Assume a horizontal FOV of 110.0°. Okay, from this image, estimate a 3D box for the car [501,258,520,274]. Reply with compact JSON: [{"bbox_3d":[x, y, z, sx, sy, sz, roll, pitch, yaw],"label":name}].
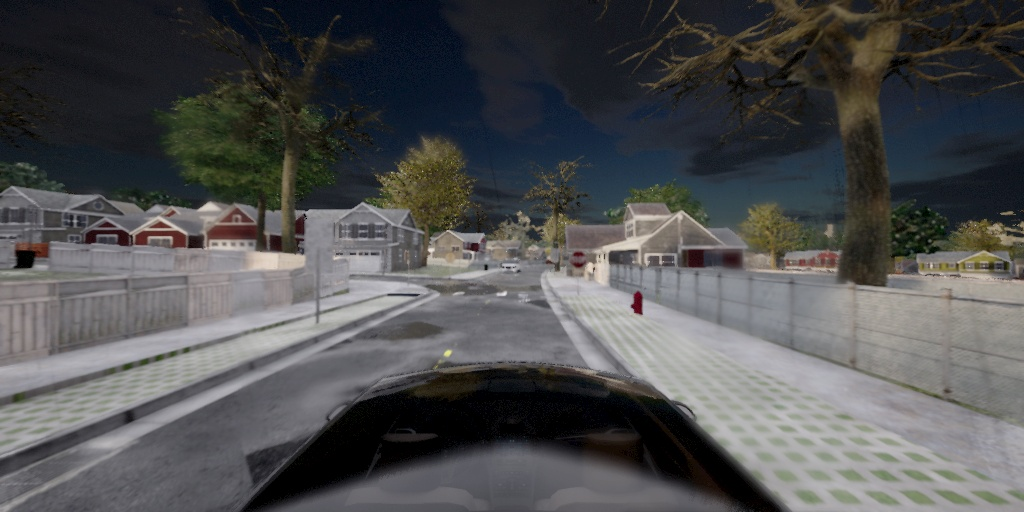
[{"bbox_3d":[-0.141,1.349,47.812,2.150,2.045,5.566,0,1,6],"label":"car"}]
